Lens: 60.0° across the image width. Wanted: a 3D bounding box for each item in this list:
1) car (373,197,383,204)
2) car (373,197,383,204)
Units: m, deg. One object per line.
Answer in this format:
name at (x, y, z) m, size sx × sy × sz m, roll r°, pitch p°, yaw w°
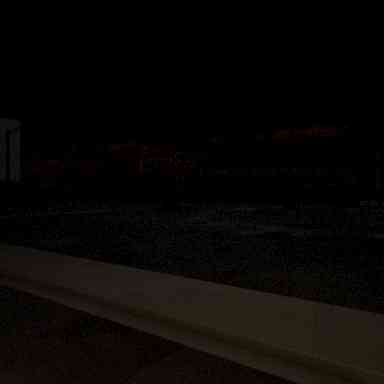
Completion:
car at (37.542, 1.576, 65.370) m, size 1.853 × 1.218 × 4.536 m, roll 1°, pitch 1°, yaw 6°
car at (37.535, 1.734, 65.320) m, size 2.038 × 1.542 × 4.974 m, roll 1°, pitch 1°, yaw 6°
